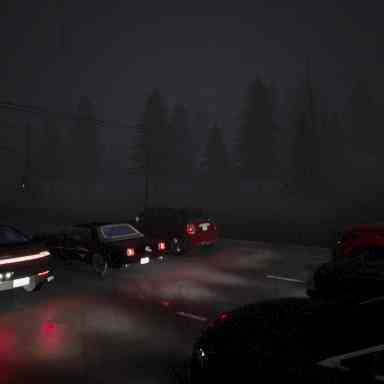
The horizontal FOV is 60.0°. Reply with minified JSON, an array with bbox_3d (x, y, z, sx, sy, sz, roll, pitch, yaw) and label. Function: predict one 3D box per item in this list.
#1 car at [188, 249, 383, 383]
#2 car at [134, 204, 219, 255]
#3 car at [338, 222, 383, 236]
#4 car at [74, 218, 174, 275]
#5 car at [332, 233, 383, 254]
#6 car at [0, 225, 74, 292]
[{"bbox_3d":[2.199,1.492,2.408,4.902,1.511,2.128,0,0,36],"label":"car"},{"bbox_3d":[-1.256,1.352,13.480,4.553,1.767,2.097,0,0,36],"label":"car"},{"bbox_3d":[6.413,1.221,8.020,5.566,2.045,2.150,0,0,35],"label":"car"},{"bbox_3d":[-3.076,1.601,10.474,4.718,1.301,1.895,0,0,37],"label":"car"},{"bbox_3d":[4.353,1.601,5.191,4.718,1.301,1.895,0,0,35],"label":"car"},{"bbox_3d":[-5.205,1.492,7.698,4.902,1.511,2.128,0,0,35],"label":"car"}]
